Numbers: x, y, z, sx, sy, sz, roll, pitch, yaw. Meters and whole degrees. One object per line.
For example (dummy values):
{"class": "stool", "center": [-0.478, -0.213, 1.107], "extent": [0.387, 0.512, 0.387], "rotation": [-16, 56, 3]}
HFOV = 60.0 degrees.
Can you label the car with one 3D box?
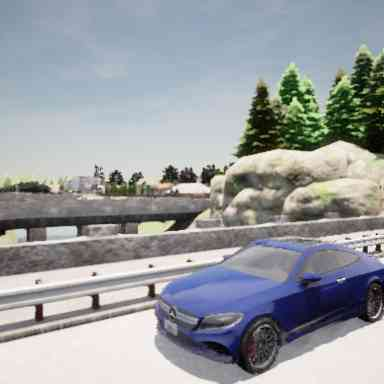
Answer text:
{"class": "car", "center": [1.615, 1.549, 5.760], "extent": [4.674, 1.442, 1.812], "rotation": [0, 0, -36]}
